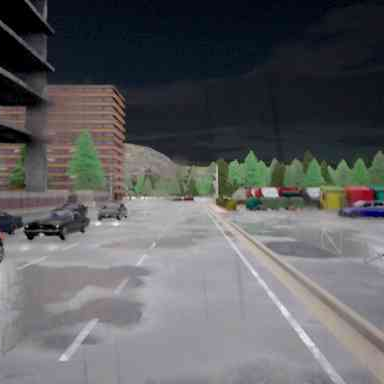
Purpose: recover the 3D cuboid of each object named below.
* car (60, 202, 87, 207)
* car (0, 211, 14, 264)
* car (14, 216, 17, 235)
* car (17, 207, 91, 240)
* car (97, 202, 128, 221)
[{"bbox_3d":[-10.475,1.669,28.850,2.128,1.511,4.902,0,0,0],"label":"car"},{"bbox_3d":[-7.069,1.402,8.777,2.097,1.767,4.553,0,0,0],"label":"car"},{"bbox_3d":[-10.538,1.646,16.746,2.033,1.411,5.357,0,0,0],"label":"car"},{"bbox_3d":[-7.033,1.708,17.765,1.895,1.301,4.718,0,0,0],"label":"car"},{"bbox_3d":[-6.971,1.689,29.597,1.837,1.490,4.892,0,-1,0],"label":"car"}]
